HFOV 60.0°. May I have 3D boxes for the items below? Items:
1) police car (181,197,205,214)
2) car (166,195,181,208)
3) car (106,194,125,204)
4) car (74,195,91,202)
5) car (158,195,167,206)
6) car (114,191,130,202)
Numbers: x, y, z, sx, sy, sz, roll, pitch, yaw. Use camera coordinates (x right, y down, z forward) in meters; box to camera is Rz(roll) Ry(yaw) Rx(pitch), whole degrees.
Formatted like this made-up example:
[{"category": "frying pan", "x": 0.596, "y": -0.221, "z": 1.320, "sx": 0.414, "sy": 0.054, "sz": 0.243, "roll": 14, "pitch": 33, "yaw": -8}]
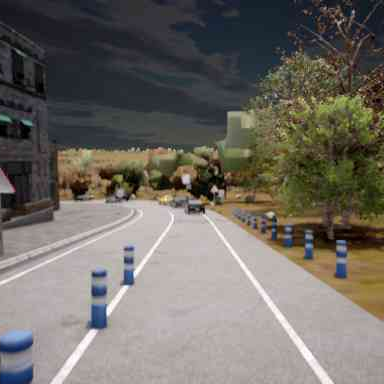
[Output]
[{"category": "police car", "x": 0.249, "y": 1.535, "z": 37.367, "sx": 1.930, "sy": 1.638, "sz": 5.238, "roll": -1, "pitch": 1, "yaw": -7}, {"category": "car", "x": -1.867, "y": 1.431, "z": 47.481, "sx": 1.837, "sy": 1.490, "sz": 4.892, "roll": -2, "pitch": 1, "yaw": -16}, {"category": "car", "x": -15.344, "y": 1.568, "z": 65.103, "sx": 1.994, "sy": 1.385, "sz": 4.181, "roll": -4, "pitch": 2, "yaw": -34}, {"category": "car", "x": -26.680, "y": 1.540, "z": 81.001, "sx": 4.902, "sy": 1.511, "sz": 2.128, "roll": -3, "pitch": 4, "yaw": 33}, {"category": "car", "x": -3.998, "y": 1.288, "z": 53.579, "sx": 1.801, "sy": 1.575, "sz": 5.366, "roll": -2, "pitch": 2, "yaw": -22}, {"category": "car", "x": -15.397, "y": 0.937, "z": 70.497, "sx": 2.150, "sy": 2.045, "sz": 5.566, "roll": -6, "pitch": 3, "yaw": -43}]
